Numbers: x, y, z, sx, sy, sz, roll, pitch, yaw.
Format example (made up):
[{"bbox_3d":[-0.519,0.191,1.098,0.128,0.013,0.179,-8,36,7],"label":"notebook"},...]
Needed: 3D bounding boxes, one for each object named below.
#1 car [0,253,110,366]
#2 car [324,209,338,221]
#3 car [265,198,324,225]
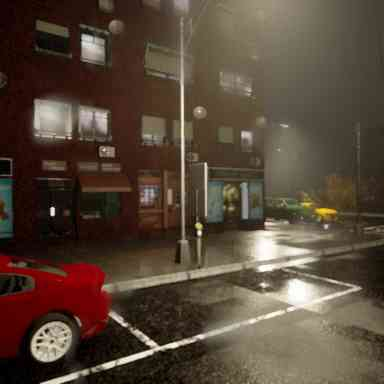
[{"bbox_3d":[-3.326,1.542,4.201,4.507,1.381,1.887,0,-1,-35],"label":"car"},{"bbox_3d":[10.257,1.749,29.251,1.882,1.535,5.008,0,0,-35],"label":"car"},{"bbox_3d":[7.572,1.515,27.443,2.150,2.045,5.566,0,0,-34],"label":"car"}]
